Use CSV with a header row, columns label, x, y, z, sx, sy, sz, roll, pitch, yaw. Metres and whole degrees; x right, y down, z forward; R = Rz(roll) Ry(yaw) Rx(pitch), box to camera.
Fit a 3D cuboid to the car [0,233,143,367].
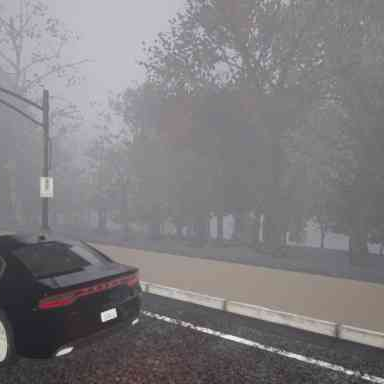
label,x,y,z,sx,sy,sz,roll,pitch,yaw
car,-3.086,1.477,5.881,5.008,1.535,1.882,0,0,37
